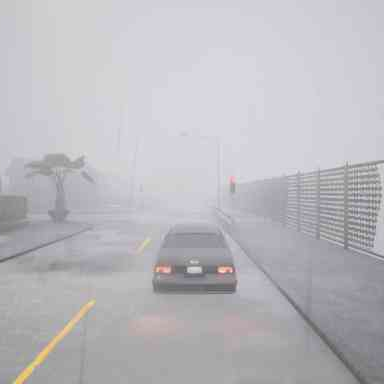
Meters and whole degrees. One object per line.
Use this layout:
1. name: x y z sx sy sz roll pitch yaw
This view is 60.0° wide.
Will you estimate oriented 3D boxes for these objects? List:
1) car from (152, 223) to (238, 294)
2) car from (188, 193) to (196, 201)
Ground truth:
1. car: 0.070 1.547 8.911 2.033 1.411 5.357 0 0 1
2. car: 0.065 1.225 87.015 2.150 2.045 5.566 0 0 0
